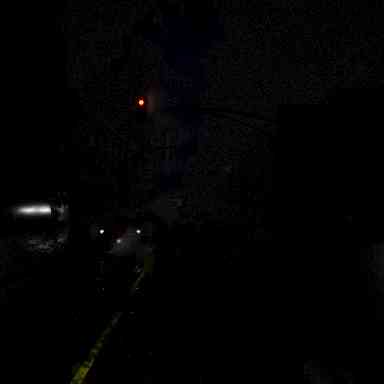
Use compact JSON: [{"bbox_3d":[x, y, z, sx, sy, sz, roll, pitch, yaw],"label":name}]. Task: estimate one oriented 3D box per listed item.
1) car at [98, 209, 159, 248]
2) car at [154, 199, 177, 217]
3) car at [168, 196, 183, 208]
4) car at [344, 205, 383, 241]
[{"bbox_3d":[-2.821,1.646,15.241,1.895,1.301,4.718,0,0,0],"label":"car"},{"bbox_3d":[-2.798,1.694,33.207,1.812,1.442,4.674,0,0,0],"label":"car"},{"bbox_3d":[-2.747,1.647,55.712,2.150,2.045,5.566,0,-1,0],"label":"car"},{"bbox_3d":[10.842,1.642,17.862,5.009,1.841,2.192,1,-1,0],"label":"car"}]
